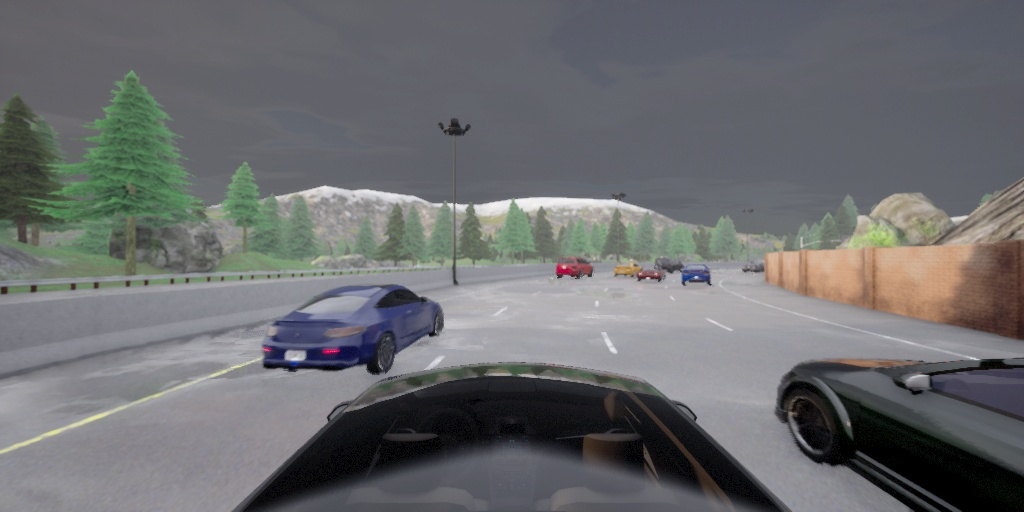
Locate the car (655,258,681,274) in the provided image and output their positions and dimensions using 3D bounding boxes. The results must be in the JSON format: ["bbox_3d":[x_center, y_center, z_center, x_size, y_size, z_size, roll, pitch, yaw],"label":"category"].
[{"bbox_3d":[20.690,1.243,47.229,5.566,2.045,2.150,0,0,-44],"label":"car"}]

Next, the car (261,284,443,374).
[{"bbox_3d":[-2.902,1.304,7.536,1.812,1.442,4.674,0,0,7],"label":"car"}]

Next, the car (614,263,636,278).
[{"bbox_3d":[12.293,1.437,37.592,1.882,1.535,5.008,0,-1,34],"label":"car"}]

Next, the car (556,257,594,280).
[{"bbox_3d":[6.161,1.160,34.823,2.150,2.045,5.566,-1,0,31],"label":"car"}]

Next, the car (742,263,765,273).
[{"bbox_3d":[33.235,1.589,48.485,5.357,1.411,2.033,0,0,-32],"label":"car"}]

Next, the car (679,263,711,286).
[{"bbox_3d":[14.237,1.385,27.684,1.882,1.535,5.008,-1,-1,27],"label":"car"}]

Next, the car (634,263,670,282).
[{"bbox_3d":[12.253,1.525,31.238,1.895,1.301,4.718,0,0,30],"label":"car"}]

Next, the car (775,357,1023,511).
[{"bbox_3d":[3.862,1.321,2.261,1.994,1.385,4.181,0,0,3],"label":"car"}]
